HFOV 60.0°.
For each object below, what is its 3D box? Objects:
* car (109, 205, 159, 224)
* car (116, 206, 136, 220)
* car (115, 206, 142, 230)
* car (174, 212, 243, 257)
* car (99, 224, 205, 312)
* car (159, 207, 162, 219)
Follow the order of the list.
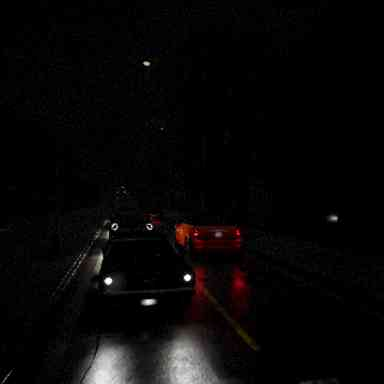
[{"bbox_3d":[-3.134,1.630,17.112,2.097,1.767,4.553,1,-1,-12],"label":"car"},{"bbox_3d":[-7.207,2.249,36.340,1.994,1.385,4.181,1,-1,-12],"label":"car"},{"bbox_3d":[-5.043,1.938,26.061,1.882,1.535,5.008,1,-1,-12],"label":"car"},{"bbox_3d":[0.513,1.604,14.157,2.097,1.767,4.553,1,-1,-12],"label":"car"},{"bbox_3d":[-1.239,1.720,8.195,1.895,1.301,4.718,1,-1,-12],"label":"car"},{"bbox_3d":[-4.424,2.237,37.261,1.837,1.490,4.892,1,-1,-12],"label":"car"}]
